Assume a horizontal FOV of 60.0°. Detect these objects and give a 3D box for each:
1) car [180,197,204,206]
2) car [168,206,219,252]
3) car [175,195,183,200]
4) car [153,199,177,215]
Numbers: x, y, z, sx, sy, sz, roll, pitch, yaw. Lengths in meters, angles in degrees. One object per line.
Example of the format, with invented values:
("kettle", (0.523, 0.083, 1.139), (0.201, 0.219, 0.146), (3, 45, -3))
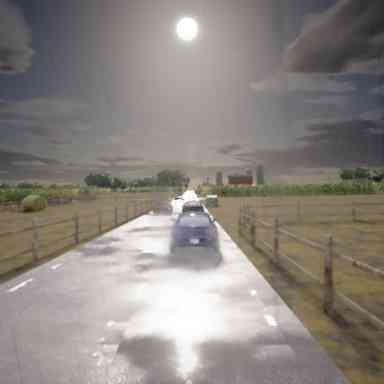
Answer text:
("car", (0.090, 1.500, 29.808), (1.882, 1.535, 5.008), (0, 0, 0))
("car", (0.092, 1.536, 13.823), (1.812, 1.442, 4.674), (0, 0, 0))
("car", (-2.763, 1.262, 74.294), (2.033, 1.411, 5.357), (0, 0, 0))
("car", (-2.853, 1.622, 33.815), (1.895, 1.301, 4.718), (0, 0, 0))
